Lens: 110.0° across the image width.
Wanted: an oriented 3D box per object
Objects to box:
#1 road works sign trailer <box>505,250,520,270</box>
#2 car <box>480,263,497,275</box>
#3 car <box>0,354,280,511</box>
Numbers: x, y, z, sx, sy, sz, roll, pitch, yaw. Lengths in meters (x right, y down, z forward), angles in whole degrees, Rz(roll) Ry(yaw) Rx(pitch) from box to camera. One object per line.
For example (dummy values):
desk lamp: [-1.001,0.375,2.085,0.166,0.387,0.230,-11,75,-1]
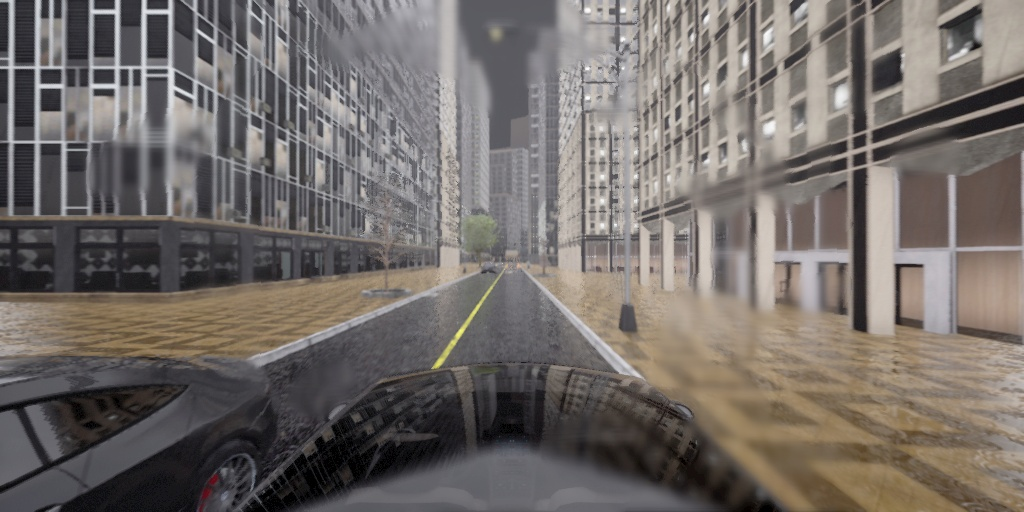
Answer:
road works sign trailer: [0.003,0.598,61.856,2.380,3.560,2.880,0,0,0]
car: [-2.830,1.556,44.741,2.033,1.411,5.357,0,0,0]
car: [-2.850,1.273,1.191,1.812,1.442,4.674,0,0,0]
